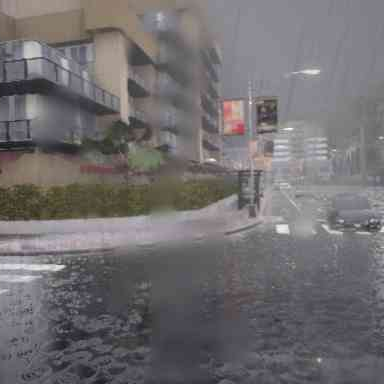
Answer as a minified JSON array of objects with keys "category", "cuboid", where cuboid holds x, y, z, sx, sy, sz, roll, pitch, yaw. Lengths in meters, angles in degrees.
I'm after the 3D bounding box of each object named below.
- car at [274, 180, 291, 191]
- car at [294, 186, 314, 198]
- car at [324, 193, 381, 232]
[{"category":"car","cuboid":[17.345,-1.315,64.207,2.150,2.045,5.566,-1,2,2]},{"category":"car","cuboid":[12.926,0.010,38.529,1.895,1.301,4.718,-1,2,14]},{"category":"car","cuboid":[7.156,0.872,15.089,1.837,1.490,4.892,-1,4,19]}]
